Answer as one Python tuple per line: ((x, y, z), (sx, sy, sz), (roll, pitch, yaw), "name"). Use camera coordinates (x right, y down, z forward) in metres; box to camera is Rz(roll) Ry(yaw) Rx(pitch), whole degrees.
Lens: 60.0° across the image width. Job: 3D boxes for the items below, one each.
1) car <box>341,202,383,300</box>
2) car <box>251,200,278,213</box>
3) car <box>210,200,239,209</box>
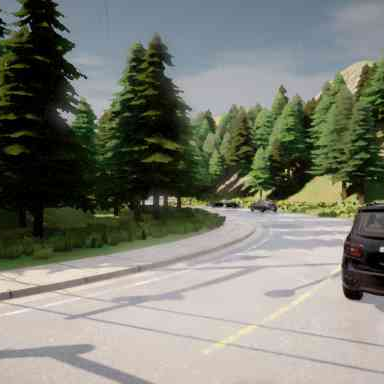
((5.057, 1.245, 7.784), (2.150, 2.045, 5.566), (0, 0, 35), "car")
((8.599, 1.683, 39.800), (1.812, 1.442, 4.674), (0, 0, -13), "car")
((4.697, 1.787, 49.356), (1.895, 1.301, 4.718), (0, 0, -33), "car")
